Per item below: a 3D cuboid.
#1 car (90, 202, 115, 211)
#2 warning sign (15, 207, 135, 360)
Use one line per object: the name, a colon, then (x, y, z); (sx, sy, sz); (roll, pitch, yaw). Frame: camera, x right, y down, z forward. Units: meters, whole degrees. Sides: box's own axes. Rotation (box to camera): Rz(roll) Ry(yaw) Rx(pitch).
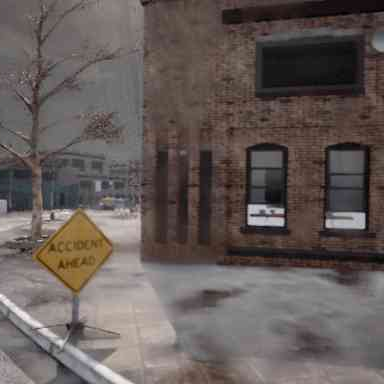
car: (-14.428, 2.374, 54.079); (1.812, 1.442, 4.674); (1, -1, 25)
warning sign: (-1.732, 1.174, 4.990); (1.060, 1.860, 1.300); (1, -1, 44)
